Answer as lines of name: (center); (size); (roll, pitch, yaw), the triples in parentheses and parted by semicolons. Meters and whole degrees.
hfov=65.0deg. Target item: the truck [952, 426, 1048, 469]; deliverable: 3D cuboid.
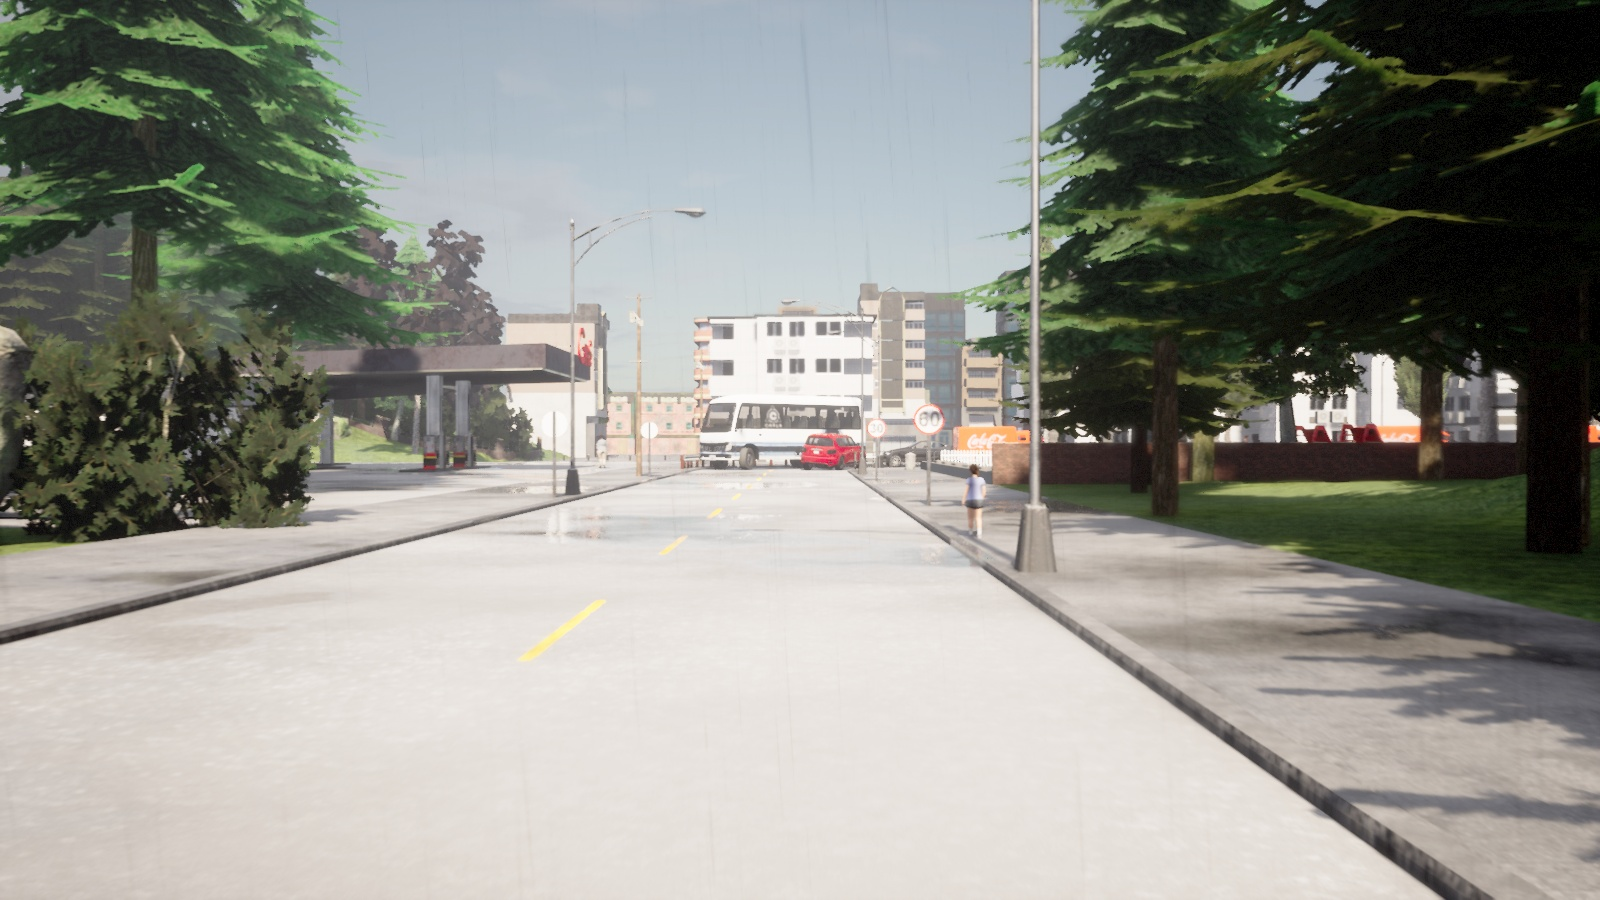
truck: (11.719, -0.146, 73.768); (5.204, 2.467, 2.627); (0, 0, -1)

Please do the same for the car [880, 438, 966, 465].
car: (7.541, 0.095, 77.588); (5.027, 1.651, 2.152); (0, 0, -3)

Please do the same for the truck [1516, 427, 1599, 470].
truck: (45.269, -0.118, 73.524); (5.204, 2.467, 2.627); (0, 0, 0)

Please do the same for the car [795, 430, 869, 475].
car: (1.839, 0.091, 69.672); (2.150, 2.045, 5.566); (5, 5, 22)

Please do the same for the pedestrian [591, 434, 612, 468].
pedestrian: (-10.919, 0.068, 69.109); (0.874, 1.855, 0.900); (0, 0, -32)

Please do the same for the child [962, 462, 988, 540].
child: (2.550, 0.735, 18.284); (0.255, 1.110, 0.394); (0, 0, -12)

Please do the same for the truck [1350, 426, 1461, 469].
truck: (35.419, -0.126, 73.586); (5.204, 2.467, 2.627); (0, 0, 0)

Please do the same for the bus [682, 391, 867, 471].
bus: (-1.349, -1.039, 71.982); (10.273, 4.253, 3.944); (0, 0, -37)
